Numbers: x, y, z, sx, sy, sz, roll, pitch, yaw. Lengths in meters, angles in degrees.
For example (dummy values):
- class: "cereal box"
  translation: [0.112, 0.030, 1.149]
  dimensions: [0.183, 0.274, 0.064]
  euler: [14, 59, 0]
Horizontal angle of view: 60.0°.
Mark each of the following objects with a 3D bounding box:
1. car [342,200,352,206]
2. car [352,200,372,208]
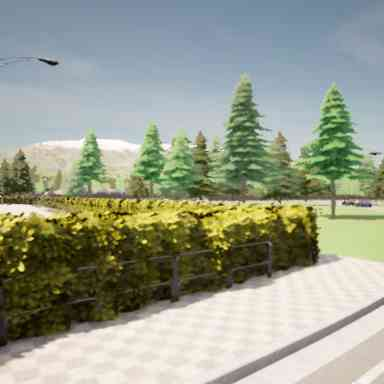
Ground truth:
- class: "car"
  translation: [34.685, 2.385, 73.731]
  dimensions: [1.895, 1.301, 4.718]
  euler: [0, -1, 10]
- class: "car"
  translation: [32.978, 2.309, 63.904]
  dimensions: [1.994, 1.385, 4.181]
  euler: [0, -1, 10]
